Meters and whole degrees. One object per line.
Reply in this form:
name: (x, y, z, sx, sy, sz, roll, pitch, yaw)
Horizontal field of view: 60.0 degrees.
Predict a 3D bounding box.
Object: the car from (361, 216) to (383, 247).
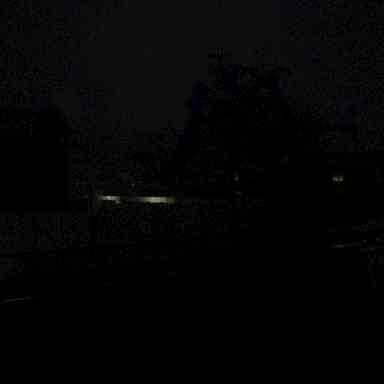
car: (9.078, 1.530, 14.001, 5.008, 1.535, 1.882, 0, 0, -35)
